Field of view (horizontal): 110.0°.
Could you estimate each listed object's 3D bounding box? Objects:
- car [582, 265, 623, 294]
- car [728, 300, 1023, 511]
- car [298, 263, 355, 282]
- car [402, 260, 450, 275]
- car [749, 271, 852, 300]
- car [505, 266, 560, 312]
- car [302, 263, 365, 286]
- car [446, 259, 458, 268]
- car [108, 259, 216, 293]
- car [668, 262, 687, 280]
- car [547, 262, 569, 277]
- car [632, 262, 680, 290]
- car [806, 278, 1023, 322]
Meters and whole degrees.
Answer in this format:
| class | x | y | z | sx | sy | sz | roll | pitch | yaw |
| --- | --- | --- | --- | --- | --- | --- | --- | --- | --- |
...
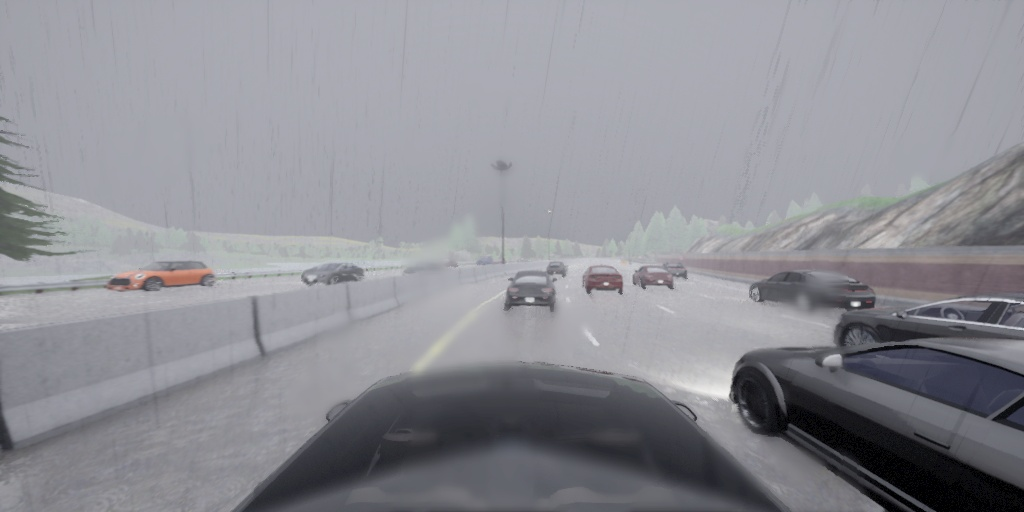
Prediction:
| class | x | y | z | sx | sy | sz | roll | pitch | yaw |
| --- | --- | --- | --- | --- | --- | --- | --- | --- | --- |
| car | 5.088 | 1.260 | 20.550 | 1.882 | 1.535 | 5.008 | 0 | 0 | 8 |
| car | 3.700 | 1.327 | 2.798 | 1.994 | 1.385 | 4.181 | 0 | 0 | 1 |
| car | -14.948 | 1.292 | 29.242 | 1.994 | 1.385 | 4.181 | 0 | 0 | 10 |
| car | -7.537 | 1.300 | 31.032 | 2.033 | 1.411 | 5.357 | 0 | 0 | 11 |
| car | 11.332 | 1.301 | 13.993 | 1.837 | 1.490 | 4.892 | 0 | 0 | 5 |
| car | 0.811 | 1.289 | 14.192 | 1.812 | 1.442 | 4.674 | 0 | 0 | 5 |
| car | -12.149 | 1.224 | 24.743 | 2.128 | 1.511 | 4.902 | 0 | 0 | 9 |
| car | -10.856 | 1.295 | 61.648 | 1.812 | 1.442 | 4.674 | 0 | 0 | 15 |
| car | -19.779 | 1.057 | 20.506 | 2.097 | 1.767 | 4.553 | 0 | 0 | 7 |
| car | 14.597 | 1.315 | 32.792 | 2.128 | 1.511 | 4.902 | 0 | 0 | 13 |
| car | 4.537 | 1.300 | 35.854 | 1.837 | 1.490 | 4.892 | 0 | 0 | 13 |
| car | 9.025 | 1.323 | 23.166 | 1.812 | 1.442 | 4.674 | 0 | 0 | 9 |
| car | 7.243 | 1.267 | 5.066 | 2.128 | 1.511 | 4.902 | 0 | 0 | 2 |
